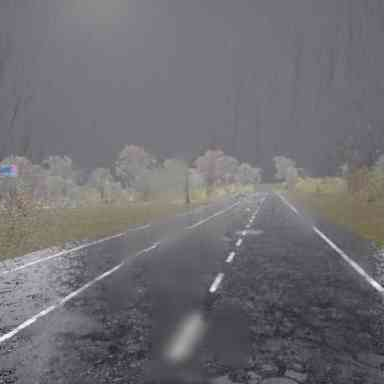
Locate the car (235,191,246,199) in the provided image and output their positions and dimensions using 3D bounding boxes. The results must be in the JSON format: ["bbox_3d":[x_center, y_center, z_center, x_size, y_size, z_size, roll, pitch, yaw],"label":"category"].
[{"bbox_3d":[10.993,0.515,75.395,2.097,1.767,4.553,-3,0,14],"label":"car"}]
